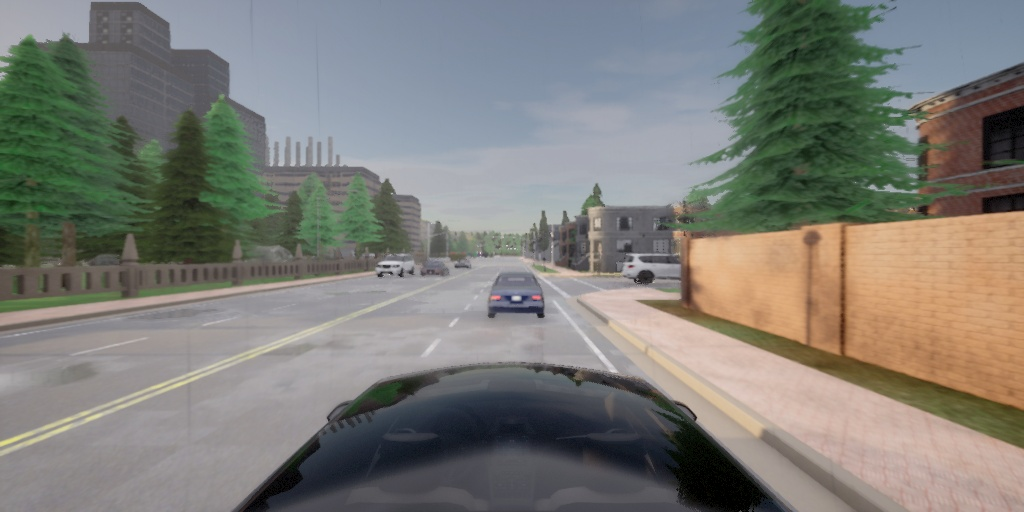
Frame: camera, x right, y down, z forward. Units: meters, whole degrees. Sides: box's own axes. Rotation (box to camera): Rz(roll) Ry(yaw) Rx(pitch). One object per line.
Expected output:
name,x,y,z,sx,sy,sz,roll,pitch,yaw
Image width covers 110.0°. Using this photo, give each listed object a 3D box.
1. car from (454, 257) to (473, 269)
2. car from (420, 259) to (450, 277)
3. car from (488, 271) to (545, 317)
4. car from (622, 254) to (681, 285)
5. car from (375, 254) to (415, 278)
car,-6.842,1.172,50.156,1.895,1.301,4.718,0,0,1
car,-6.950,1.196,32.664,1.994,1.385,4.181,0,0,0
car,0.141,1.259,12.856,2.033,1.411,5.357,0,0,0
car,10.315,0.870,24.059,5.566,2.045,2.150,0,0,6
car,-10.451,0.851,32.613,2.150,2.045,5.566,0,0,0
